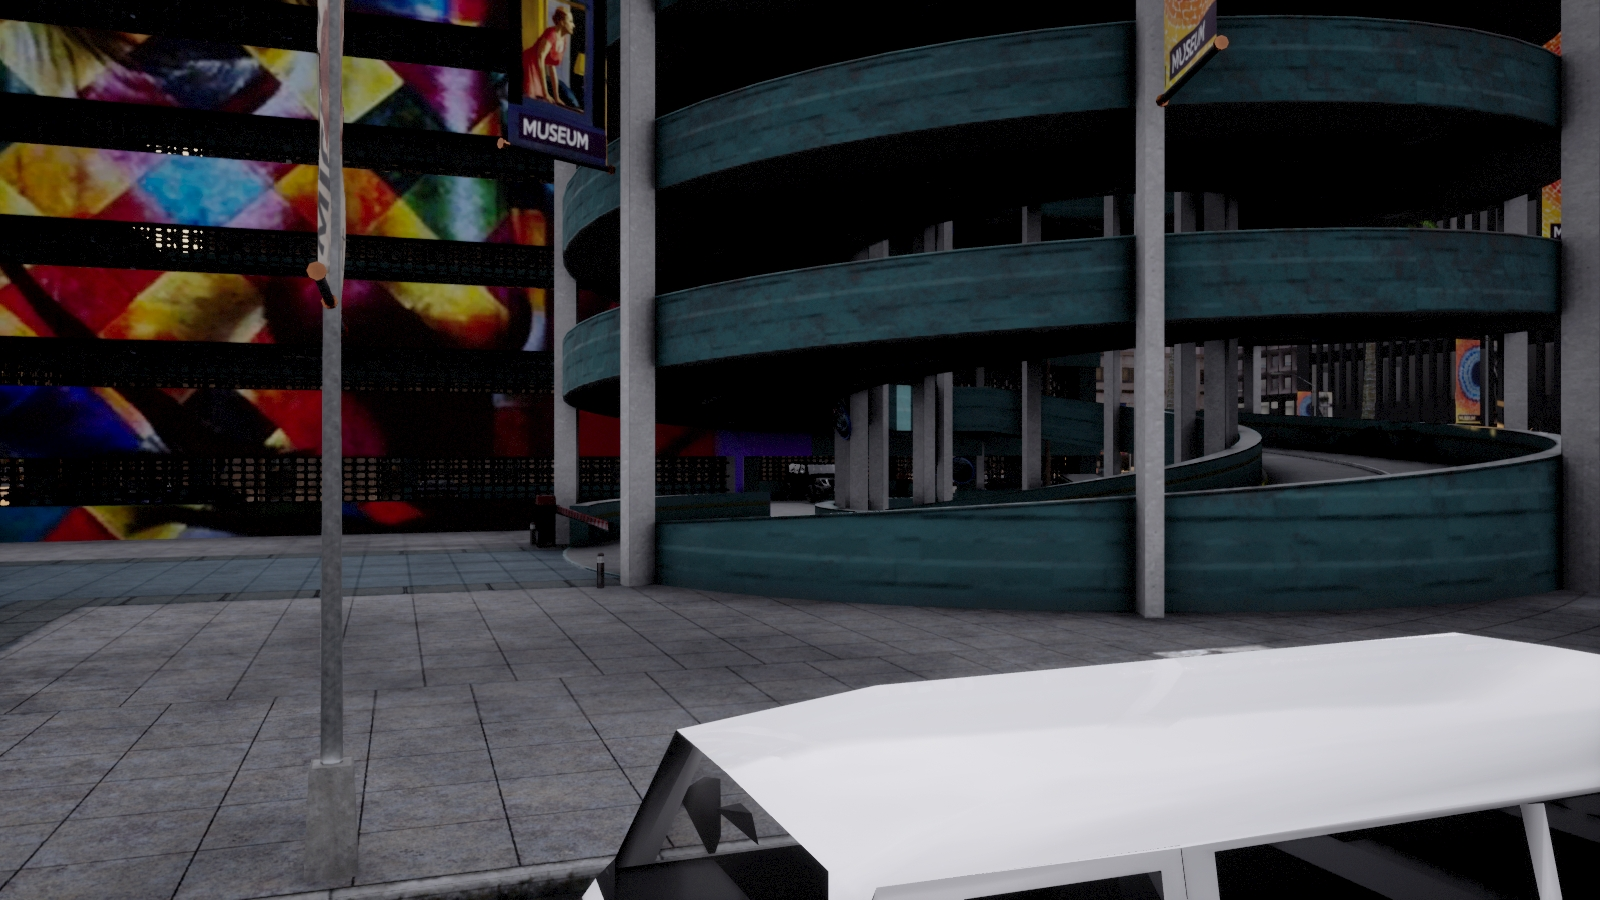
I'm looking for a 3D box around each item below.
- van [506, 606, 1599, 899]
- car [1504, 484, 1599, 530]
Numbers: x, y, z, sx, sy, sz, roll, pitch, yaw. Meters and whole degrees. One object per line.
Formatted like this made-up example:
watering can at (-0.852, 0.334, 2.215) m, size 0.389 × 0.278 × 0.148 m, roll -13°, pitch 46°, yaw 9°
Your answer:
van at (1.425, 1.783, 3.850) m, size 4.480 × 2.038 × 2.069 m, roll 0°, pitch 0°, yaw -21°
car at (28.233, 2.064, 42.018) m, size 1.970 × 1.475 × 3.806 m, roll 0°, pitch 0°, yaw -9°
